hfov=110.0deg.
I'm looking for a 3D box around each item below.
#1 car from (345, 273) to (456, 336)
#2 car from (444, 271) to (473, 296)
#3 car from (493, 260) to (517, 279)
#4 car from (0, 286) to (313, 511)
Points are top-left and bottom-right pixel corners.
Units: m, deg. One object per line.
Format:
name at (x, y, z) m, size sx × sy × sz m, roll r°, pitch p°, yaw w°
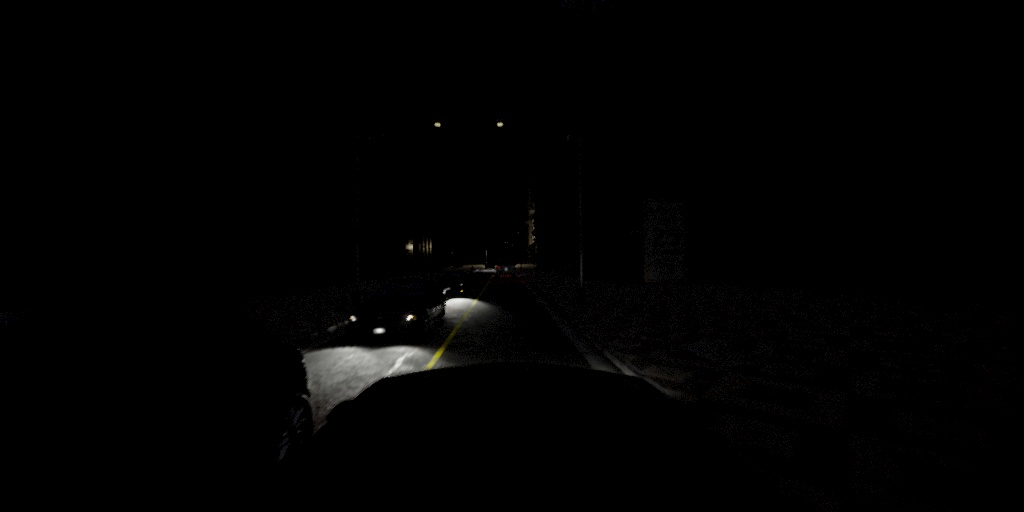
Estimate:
car at (-3.249, 1.454, 11.314) m, size 2.033 × 1.411 × 5.357 m, roll -1°, pitch -1°, yaw -1°
car at (-3.452, 1.598, 21.289) m, size 1.994 × 1.385 × 4.181 m, roll -1°, pitch -1°, yaw -1°
car at (-0.666, 1.425, 39.644) m, size 2.150 × 2.045 × 5.566 m, roll -1°, pitch -1°, yaw -1°
car at (-3.088, 1.134, 1.746) m, size 2.097 × 1.767 × 4.553 m, roll -1°, pitch -1°, yaw 0°
